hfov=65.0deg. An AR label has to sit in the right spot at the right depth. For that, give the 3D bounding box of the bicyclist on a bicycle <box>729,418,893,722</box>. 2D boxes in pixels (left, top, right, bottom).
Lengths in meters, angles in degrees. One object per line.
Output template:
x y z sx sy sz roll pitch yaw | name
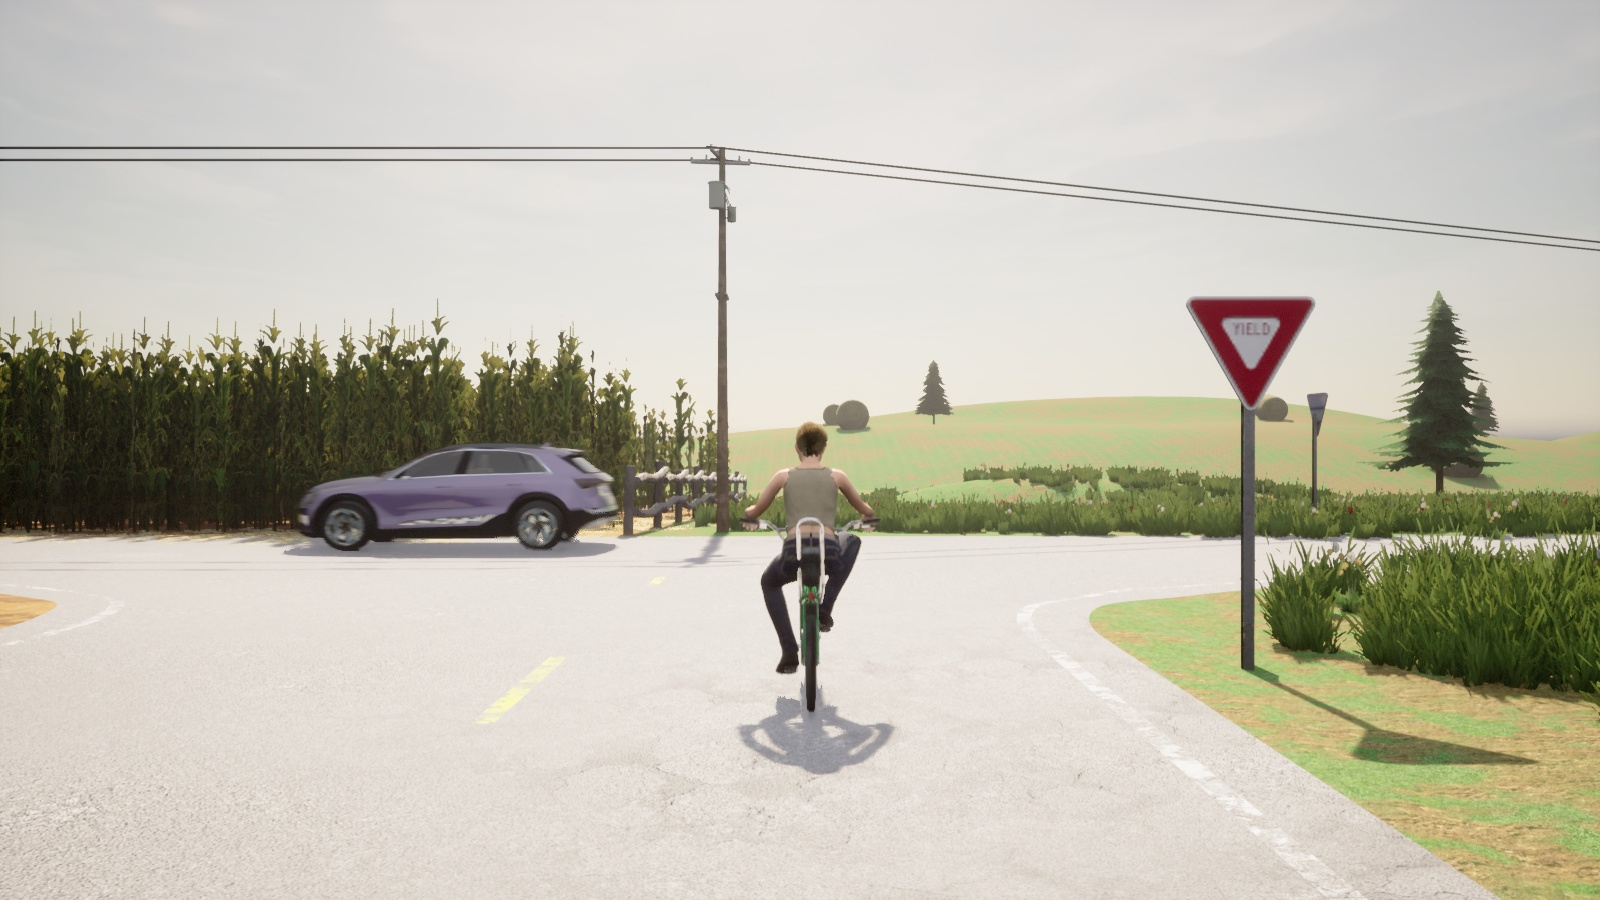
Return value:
0.060 0.642 7.423 0.866 1.612 1.509 0 0 0 | bicyclist on a bicycle

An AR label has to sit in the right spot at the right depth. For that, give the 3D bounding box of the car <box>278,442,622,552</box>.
-5.384 0.699 19.808 4.856 1.649 2.033 0 0 0 | car
